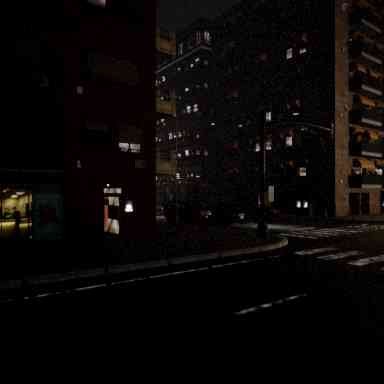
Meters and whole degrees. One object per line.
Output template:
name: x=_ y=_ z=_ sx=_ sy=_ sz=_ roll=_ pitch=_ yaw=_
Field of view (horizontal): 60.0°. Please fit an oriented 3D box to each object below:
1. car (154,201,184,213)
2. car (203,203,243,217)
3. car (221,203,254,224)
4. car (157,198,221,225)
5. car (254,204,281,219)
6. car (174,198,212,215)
car: x=-3.257 y=2.025 z=45.632 sx=2.008 sy=1.369 sz=4.403 roll=-1 pitch=0 yaw=-36
car: x=3.334 y=1.899 z=36.656 sx=1.947 sy=1.339 sz=4.313 roll=-1 pitch=0 yaw=-36
car: x=2.451 y=1.747 z=27.871 sx=2.128 sy=1.511 sz=4.902 roll=0 pitch=-1 yaw=-36
car: x=-0.367 y=1.586 z=27.078 sx=2.192 sy=1.841 sz=5.009 roll=-1 pitch=0 yaw=-36
car: x=6.629 y=1.844 z=32.168 sx=1.802 sy=1.307 sz=4.206 roll=-1 pitch=0 yaw=-36
car: x=0.034 y=1.719 z=41.145 sx=2.192 sy=1.841 sz=5.009 roll=-1 pitch=0 yaw=-36
